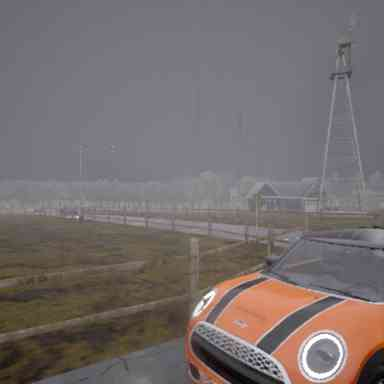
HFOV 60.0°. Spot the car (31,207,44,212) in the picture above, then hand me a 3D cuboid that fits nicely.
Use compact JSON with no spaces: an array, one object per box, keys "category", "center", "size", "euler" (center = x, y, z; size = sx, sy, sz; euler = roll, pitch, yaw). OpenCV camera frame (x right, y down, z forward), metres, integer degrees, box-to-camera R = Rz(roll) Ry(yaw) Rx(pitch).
[{"category":"car","center":[-36.566,4.313,79.883],"size":[1.812,1.442,4.674],"euler":[0,-3,-35]}]

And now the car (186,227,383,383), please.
[{"category":"car","center":[2.139,1.348,4.474],"size":[4.553,1.767,2.097],"euler":[0,0,-36]}]

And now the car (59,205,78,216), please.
[{"category":"car","center":[-18.615,2.799,49.972],"size":[1.837,1.490,4.892],"euler":[0,-2,-35]}]
